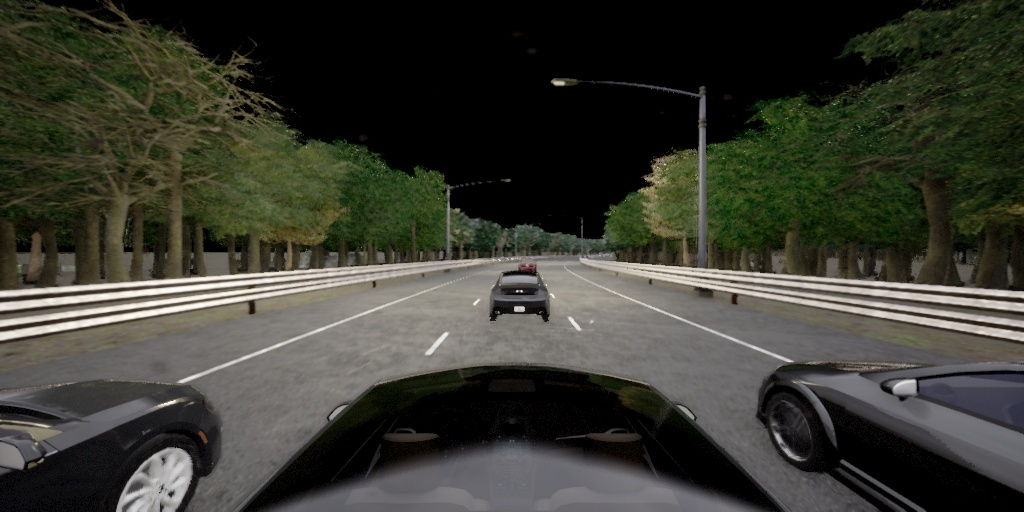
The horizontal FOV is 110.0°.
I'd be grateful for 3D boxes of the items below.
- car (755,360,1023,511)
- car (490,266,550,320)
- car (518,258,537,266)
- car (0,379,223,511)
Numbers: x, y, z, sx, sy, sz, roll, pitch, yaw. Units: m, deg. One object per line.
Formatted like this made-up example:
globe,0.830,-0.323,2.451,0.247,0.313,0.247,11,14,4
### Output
car,3.632,1.317,2.164,1.994,1.385,4.181,0,0,0
car,0.275,1.253,12.554,1.837,1.490,4.892,0,0,1
car,1.893,1.050,42.454,2.097,1.767,4.553,0,0,5
car,-3.374,1.252,1.033,1.837,1.490,4.892,0,0,0
